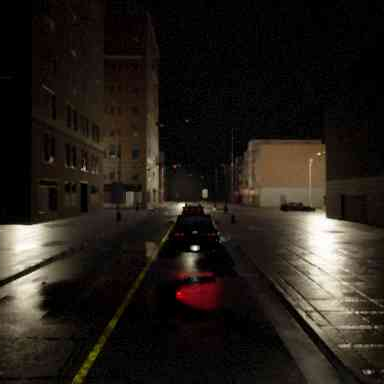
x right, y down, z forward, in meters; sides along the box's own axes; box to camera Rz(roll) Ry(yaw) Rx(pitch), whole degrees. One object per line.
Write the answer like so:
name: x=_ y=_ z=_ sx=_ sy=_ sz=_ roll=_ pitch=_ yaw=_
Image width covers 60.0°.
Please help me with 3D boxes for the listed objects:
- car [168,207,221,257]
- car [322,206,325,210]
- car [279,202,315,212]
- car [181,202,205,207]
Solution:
car: x=0.099 y=1.576 z=13.181 sx=1.837 sy=1.490 sz=4.892 roll=0 pitch=0 yaw=0
car: x=19.014 y=1.921 z=41.904 sx=4.829 sy=1.417 sz=1.752 roll=0 pitch=-1 yaw=0
car: x=13.221 y=1.916 z=41.891 sx=4.313 sy=1.339 sz=1.947 roll=0 pitch=-1 yaw=0
car: x=0.101 y=1.644 z=29.125 sx=2.128 sy=1.511 sz=4.902 roll=0 pitch=0 yaw=0
